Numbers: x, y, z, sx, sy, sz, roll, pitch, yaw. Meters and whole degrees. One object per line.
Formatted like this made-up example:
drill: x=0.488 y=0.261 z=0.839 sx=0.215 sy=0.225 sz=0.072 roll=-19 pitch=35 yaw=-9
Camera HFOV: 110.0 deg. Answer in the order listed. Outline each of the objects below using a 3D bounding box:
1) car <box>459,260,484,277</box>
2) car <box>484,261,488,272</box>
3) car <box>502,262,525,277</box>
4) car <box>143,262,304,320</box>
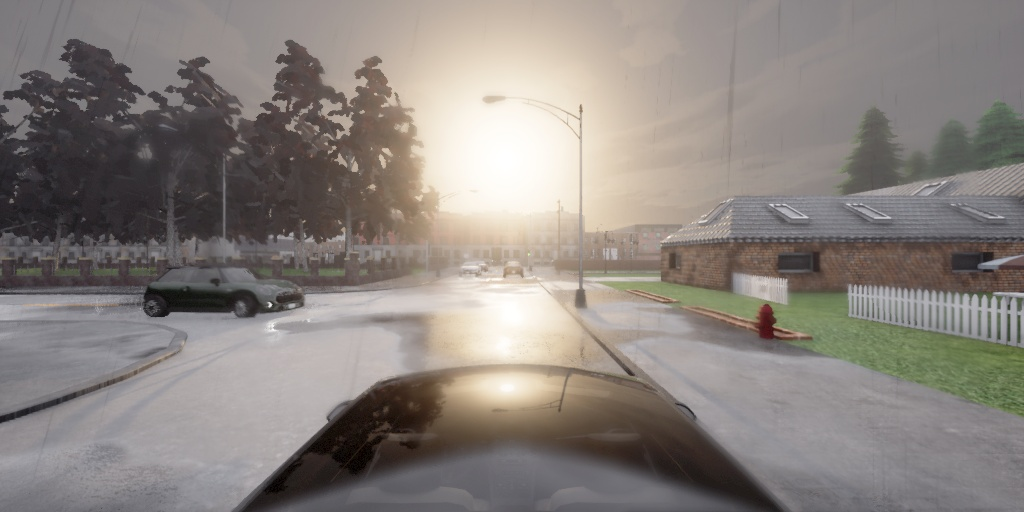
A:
car: x=-4.079 y=1.274 z=35.663 sx=1.812 sy=1.442 sz=4.674 roll=0 pitch=0 yaw=0
car: x=-4.049 y=1.273 z=45.463 sx=1.812 sy=1.442 sz=4.674 roll=0 pitch=0 yaw=0
car: x=0.137 y=1.274 z=35.203 sx=1.812 sy=1.442 sz=4.674 roll=0 pitch=0 yaw=0
car: x=-9.673 y=1.101 z=12.273 sx=4.553 sy=1.767 sz=2.097 roll=0 pitch=0 yaw=4
